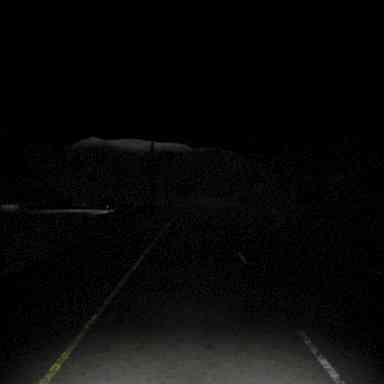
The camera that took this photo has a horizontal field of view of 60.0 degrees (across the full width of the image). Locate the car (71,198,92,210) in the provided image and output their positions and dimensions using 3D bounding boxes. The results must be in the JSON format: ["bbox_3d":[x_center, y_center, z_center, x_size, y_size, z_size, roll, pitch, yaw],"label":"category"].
[{"bbox_3d":[-17.549,2.112,54.356,1.882,1.535,5.008,0,-1,0],"label":"car"}]

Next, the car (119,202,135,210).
[{"bbox_3d":[-10.550,2.231,54.166,1.895,1.301,4.718,0,-1,1],"label":"car"}]

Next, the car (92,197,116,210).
[{"bbox_3d":[-14.049,1.857,54.481,2.150,2.045,5.566,0,-1,1],"label":"car"}]

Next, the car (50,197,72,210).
[{"bbox_3d":[-21.042,1.849,54.152,2.150,2.045,5.566,0,-1,1],"label":"car"}]
